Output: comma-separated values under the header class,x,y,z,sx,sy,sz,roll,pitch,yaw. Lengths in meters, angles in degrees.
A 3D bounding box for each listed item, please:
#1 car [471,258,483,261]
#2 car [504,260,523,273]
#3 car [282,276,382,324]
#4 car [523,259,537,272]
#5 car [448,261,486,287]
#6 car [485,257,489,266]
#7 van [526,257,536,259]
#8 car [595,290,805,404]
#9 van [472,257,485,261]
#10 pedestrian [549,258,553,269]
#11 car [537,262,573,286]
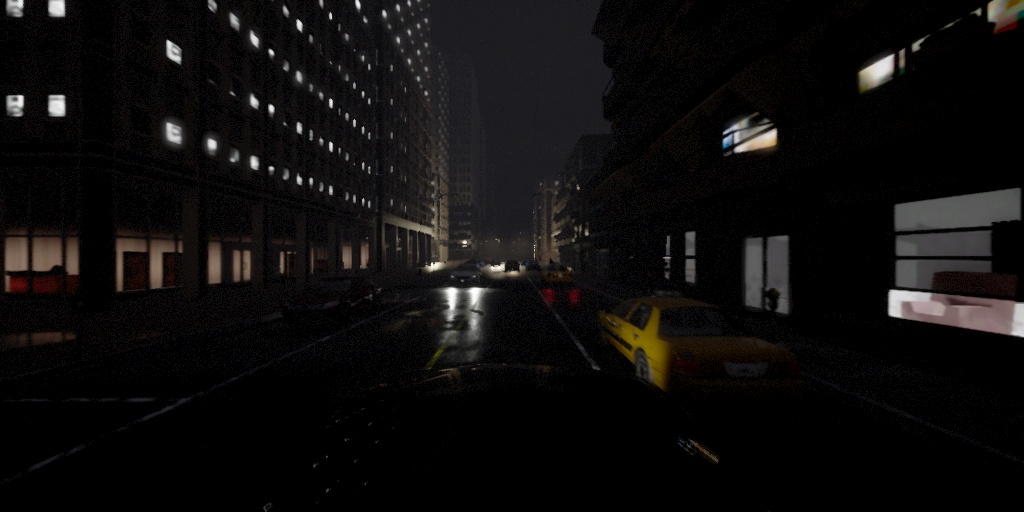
class,x,y,z,sx,sy,sz,roll,pitch,yaw
car,-5.686,1.308,51.454,1.948,1.339,4.313,0,0,0
car,0.052,1.244,43.313,1.837,1.490,4.892,0,0,1
car,-5.689,1.327,11.915,1.802,1.307,4.207,0,0,0
car,2.693,1.323,45.805,1.802,1.307,4.207,0,0,0
car,-3.096,1.267,24.721,1.812,1.442,4.674,0,0,0
car,-5.686,1.296,62.752,2.007,1.370,4.403,0,0,0
van,2.694,1.082,51.454,1.690,1.789,3.998,0,0,0
car,2.690,1.273,6.436,1.751,1.417,4.829,0,0,0
van,-5.687,1.084,57.103,1.690,1.789,3.998,0,0,0
pedestrian,3.001,1.035,27.958,0.375,1.860,0.375,0,0,-2
car,3.001,1.197,24.965,1.801,1.575,5.366,0,0,0
